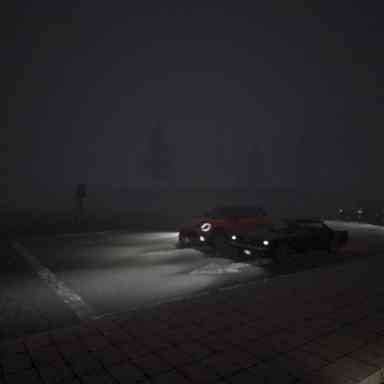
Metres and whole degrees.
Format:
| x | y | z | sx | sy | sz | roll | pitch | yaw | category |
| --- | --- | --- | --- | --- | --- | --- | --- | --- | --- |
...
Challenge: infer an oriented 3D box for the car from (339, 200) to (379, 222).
| x | y | z | sx | sy | sz | roll | pitch | yaw | category |
| --- | --- | --- | --- | --- | --- | --- | --- | --- | --- |
| 14.609 | 1.518 | 28.497 | 4.553 | 1.767 | 2.097 | 0 | 0 | -35 | car |

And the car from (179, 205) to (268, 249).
| x | y | z | sx | sy | sz | roll | pitch | yaw | category |
| --- | --- | --- | --- | --- | --- | --- | --- | --- | --- |
| 1.626 | 1.411 | 14.972 | 4.553 | 1.767 | 2.097 | 0 | 0 | -35 | car |

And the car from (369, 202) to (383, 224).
| x | y | z | sx | sy | sz | roll | pitch | yaw | category |
| --- | --- | --- | --- | --- | --- | --- | --- | --- | --- |
| 15.500 | 1.684 | 24.834 | 4.674 | 1.442 | 1.812 | 1 | 0 | -35 | car |

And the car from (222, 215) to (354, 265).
| x | y | z | sx | sy | sz | roll | pitch | yaw | category |
| --- | --- | --- | --- | --- | --- | --- | --- | --- | --- |
| 3.607 | 1.658 | 12.089 | 4.718 | 1.301 | 1.895 | 0 | 0 | -35 | car |

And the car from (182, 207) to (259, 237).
| x | y | z | sx | sy | sz | roll | pitch | yaw | category |
| --- | --- | --- | --- | --- | --- | --- | --- | --- | --- |
| 1.705 | 1.638 | 19.316 | 4.181 | 1.385 | 1.994 | 1 | 0 | -35 | car |
